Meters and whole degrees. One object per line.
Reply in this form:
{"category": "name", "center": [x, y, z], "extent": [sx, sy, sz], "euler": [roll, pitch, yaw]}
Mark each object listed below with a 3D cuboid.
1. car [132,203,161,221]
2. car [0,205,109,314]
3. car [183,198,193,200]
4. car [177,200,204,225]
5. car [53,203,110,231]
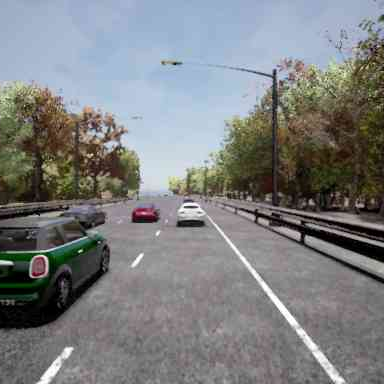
{"category": "car", "center": [-3.649, 1.561, 26.971], "extent": [1.994, 1.385, 4.181], "euler": [0, 0, -1]}
{"category": "car", "center": [-3.430, 1.352, 7.785], "extent": [2.097, 1.767, 4.553], "euler": [0, 0, 0]}
{"category": "car", "center": [-0.494, 1.536, 42.341], "extent": [1.812, 1.442, 4.674], "euler": [0, 0, -2]}
{"category": "car", "center": [-0.100, 1.522, 24.235], "extent": [1.812, 1.442, 4.674], "euler": [0, 0, -1]}
{"category": "car", "center": [-7.070, 1.547, 21.983], "extent": [2.033, 1.411, 5.357], "euler": [0, 0, -1]}
